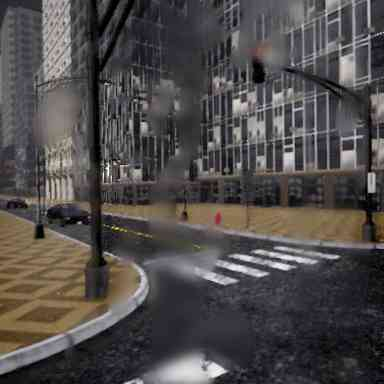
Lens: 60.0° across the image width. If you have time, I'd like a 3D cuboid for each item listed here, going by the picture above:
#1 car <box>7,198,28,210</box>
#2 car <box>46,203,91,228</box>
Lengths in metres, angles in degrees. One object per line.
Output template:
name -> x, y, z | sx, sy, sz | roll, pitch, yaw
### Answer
car -> -21.826, 1.483, 41.473 | 1.994, 1.385, 4.181 | -2, 1, -35
car -> -8.351, 1.485, 22.350 | 2.033, 1.411, 5.357 | -2, 1, -35
